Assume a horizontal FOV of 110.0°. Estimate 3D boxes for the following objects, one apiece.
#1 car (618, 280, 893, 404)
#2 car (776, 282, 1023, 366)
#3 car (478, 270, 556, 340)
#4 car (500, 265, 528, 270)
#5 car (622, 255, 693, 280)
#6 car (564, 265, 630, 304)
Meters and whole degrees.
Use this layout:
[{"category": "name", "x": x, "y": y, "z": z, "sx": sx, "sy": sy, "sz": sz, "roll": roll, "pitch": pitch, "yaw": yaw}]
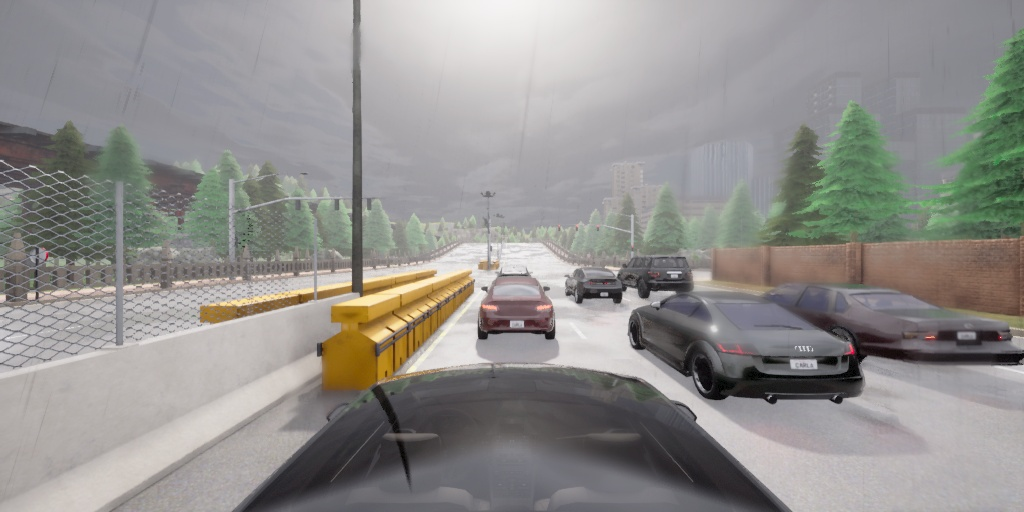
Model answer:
[{"category": "car", "x": 3.604, "y": 1.314, "z": 6.458, "sx": 1.994, "sy": 1.385, "sz": 4.181, "roll": 0, "pitch": 0, "yaw": -1}, {"category": "car", "x": 7.102, "y": 1.297, "z": 8.107, "sx": 2.033, "sy": 1.411, "sz": 5.357, "roll": 0, "pitch": 0, "yaw": 0}, {"category": "car", "x": 0.104, "y": 1.276, "z": 9.884, "sx": 1.812, "sy": 1.442, "sz": 4.674, "roll": 0, "pitch": 0, "yaw": 0}, {"category": "car", "x": 0.107, "y": 1.241, "z": 19.130, "sx": 2.128, "sy": 1.511, "sz": 4.902, "roll": 0, "pitch": 0, "yaw": 0}, {"category": "car", "x": 7.105, "y": 0.972, "z": 18.366, "sx": 2.150, "sy": 2.045, "sz": 5.566, "roll": 0, "pitch": 0, "yaw": 0}, {"category": "car", "x": 3.605, "y": 1.255, "z": 16.424, "sx": 1.837, "sy": 1.490, "sz": 4.892, "roll": 0, "pitch": 0, "yaw": 0}]
